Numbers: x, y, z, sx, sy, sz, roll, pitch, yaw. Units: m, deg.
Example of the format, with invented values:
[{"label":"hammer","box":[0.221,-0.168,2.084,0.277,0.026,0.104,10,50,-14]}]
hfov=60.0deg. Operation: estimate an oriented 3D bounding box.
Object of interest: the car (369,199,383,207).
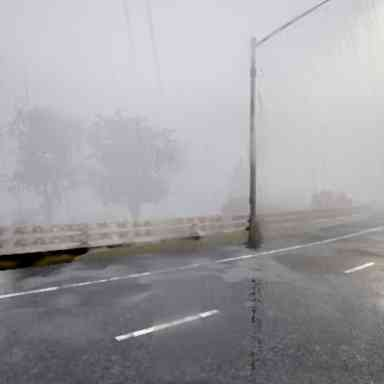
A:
[{"label":"car","box":[37.874,2.174,68.348,2.128,1.511,4.902,0,-1,11]}]
